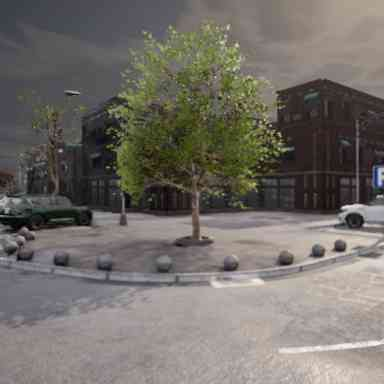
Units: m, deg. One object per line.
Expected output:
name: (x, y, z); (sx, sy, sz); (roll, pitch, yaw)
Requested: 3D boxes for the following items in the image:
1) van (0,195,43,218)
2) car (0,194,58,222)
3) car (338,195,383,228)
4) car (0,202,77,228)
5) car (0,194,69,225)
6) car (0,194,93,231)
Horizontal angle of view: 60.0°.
van: (-16.086, 1.260, 30.065); (1.878, 1.987, 4.442); (0, -1, 32)
car: (-14.323, 1.229, 27.612); (2.435, 2.045, 5.566); (1, 0, 32)
car: (11.750, 1.164, 19.862); (5.566, 2.045, 2.435); (-1, 0, 33)
car: (-10.656, 1.502, 22.956); (2.163, 1.488, 4.792); (0, 0, 32)
car: (-12.495, 1.225, 25.285); (2.435, 2.045, 5.566); (1, 0, 32)
car: (-8.821, 1.218, 20.688); (2.435, 2.045, 5.566); (0, -1, 32)
